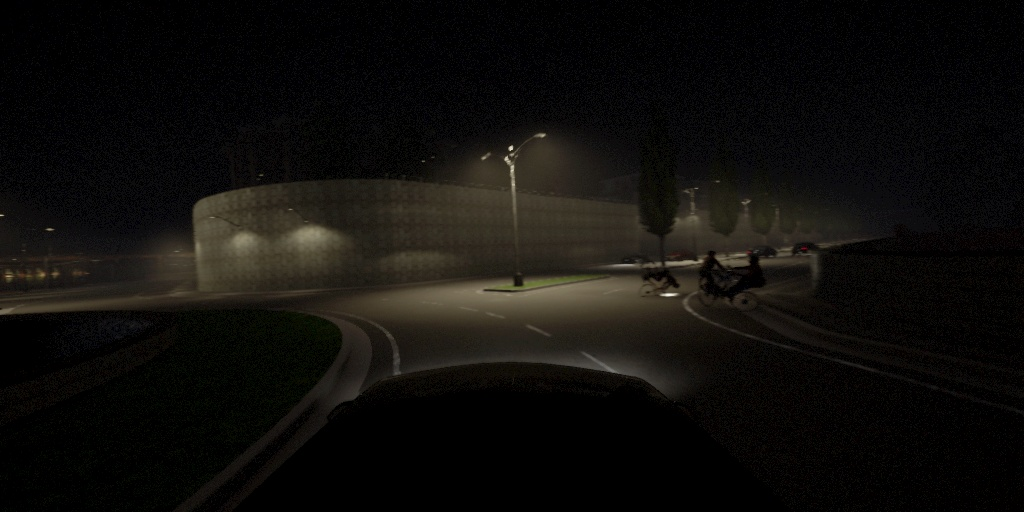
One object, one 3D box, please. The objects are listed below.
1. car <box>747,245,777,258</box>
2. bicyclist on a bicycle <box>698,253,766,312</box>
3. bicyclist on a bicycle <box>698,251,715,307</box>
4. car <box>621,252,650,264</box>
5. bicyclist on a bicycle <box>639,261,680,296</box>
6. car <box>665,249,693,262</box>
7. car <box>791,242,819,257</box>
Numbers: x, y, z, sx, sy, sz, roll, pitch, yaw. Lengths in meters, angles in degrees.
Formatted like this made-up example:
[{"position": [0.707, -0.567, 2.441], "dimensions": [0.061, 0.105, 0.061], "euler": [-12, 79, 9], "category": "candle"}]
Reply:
[{"position": [28.142, -0.494, 40.338], "dimensions": [5.357, 1.411, 2.033], "euler": [-4, 0, -41], "category": "car"}, {"position": [6.262, 0.693, 9.837], "dimensions": [1.656, 1.620, 0.582], "euler": [32, 37, 11], "category": "bicyclist on a bicycle"}, {"position": [6.202, 0.673, 11.010], "dimensions": [1.656, 1.620, 0.582], "euler": [-8, -7, -24], "category": "bicyclist on a bicycle"}, {"position": [15.206, 0.251, 44.290], "dimensions": [4.181, 1.385, 1.994], "euler": [-3, 0, -41], "category": "car"}, {"position": [5.972, 1.026, 14.534], "dimensions": [1.620, 1.656, 0.582], "euler": [3, 0, 0], "category": "bicyclist on a bicycle"}, {"position": [20.890, -0.117, 44.644], "dimensions": [4.674, 1.442, 1.812], "euler": [-3, 0, -41], "category": "car"}, {"position": [31.790, -0.740, 38.870], "dimensions": [4.892, 1.490, 1.837], "euler": [-4, 1, -41], "category": "car"}]
